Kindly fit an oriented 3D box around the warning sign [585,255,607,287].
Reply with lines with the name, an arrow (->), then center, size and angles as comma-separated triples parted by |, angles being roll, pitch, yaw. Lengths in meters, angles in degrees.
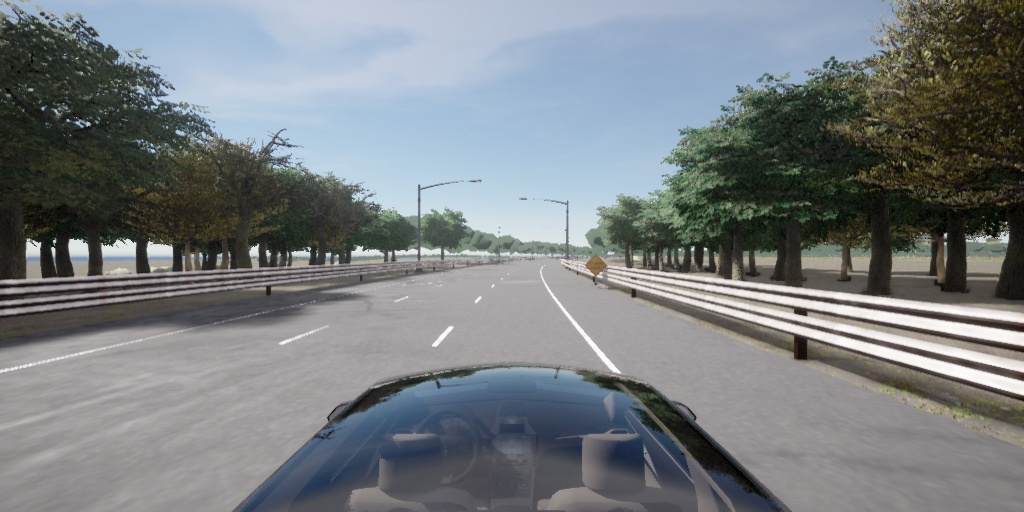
warning sign -> 4.970, 0.841, 21.264 | 1.300, 1.860, 1.060 | 0, 0, 2
